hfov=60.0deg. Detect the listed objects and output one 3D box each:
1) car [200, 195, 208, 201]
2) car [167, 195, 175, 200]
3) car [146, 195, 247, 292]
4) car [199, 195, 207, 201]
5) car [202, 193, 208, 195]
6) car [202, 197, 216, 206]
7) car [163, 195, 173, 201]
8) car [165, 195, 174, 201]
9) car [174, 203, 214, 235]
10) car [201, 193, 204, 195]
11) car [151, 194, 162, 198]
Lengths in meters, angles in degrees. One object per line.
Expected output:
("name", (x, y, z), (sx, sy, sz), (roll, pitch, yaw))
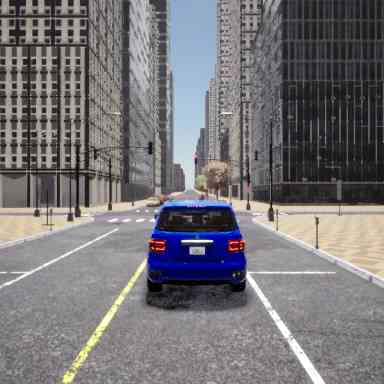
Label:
("car", (2.715, 1.419, 78.786), (1.752, 1.417, 4.829), (0, 0, 0))
("car", (-5.663, 1.411, 89.974), (2.008, 1.369, 4.403), (0, 0, 0))
("car", (0.101, 1.221, 9.071), (2.150, 2.045, 5.566), (0, 0, 0))
("car", (2.716, 1.422, 84.291), (1.887, 1.381, 4.507), (0, 0, 0))
("car", (2.837, 1.400, 50.241), (1.967, 1.590, 4.097), (0, 0, 0))
("car", (2.807, 1.500, 55.919), (2.008, 1.369, 4.403), (0, 0, 0))
("car", (-5.666, 1.438, 78.623), (1.887, 1.381, 4.507), (0, 0, 0))
("car", (-5.665, 1.428, 84.299), (2.008, 1.369, 4.403), (0, 0, 0))
("car", (0.101, 1.486, 19.800), (2.128, 1.511, 4.902), (0, 0, 0))
("car", (2.714, 1.224, 72.941), (2.192, 1.841, 5.009), (0, 0, 0))
("car", (-5.803, 1.485, 50.073), (1.752, 1.417, 4.829), (0, 0, 0))
